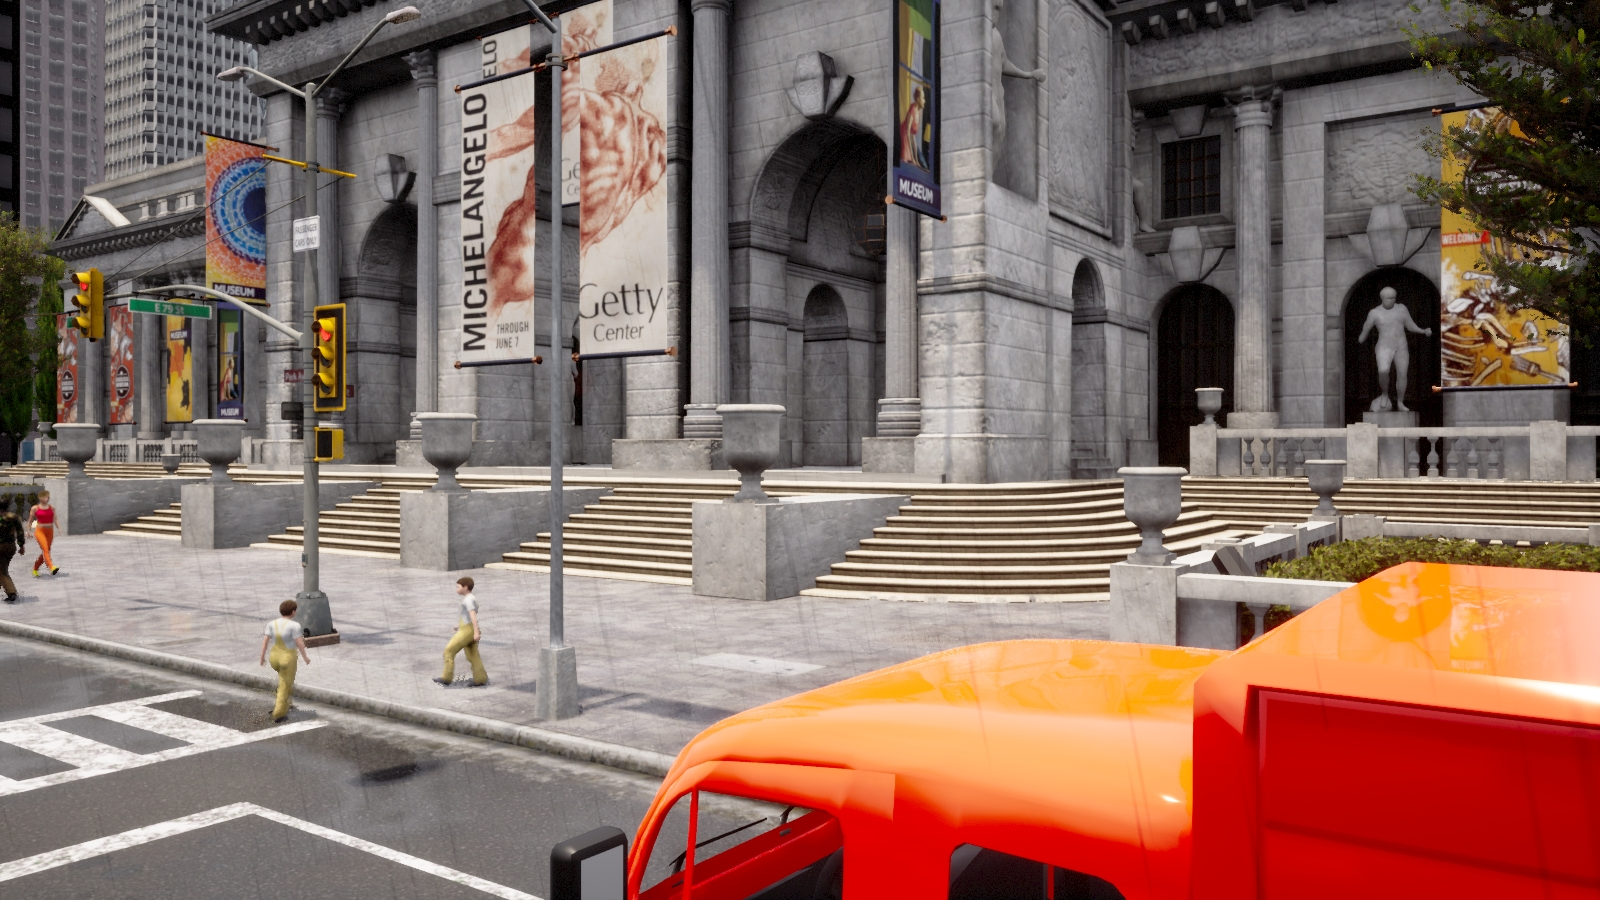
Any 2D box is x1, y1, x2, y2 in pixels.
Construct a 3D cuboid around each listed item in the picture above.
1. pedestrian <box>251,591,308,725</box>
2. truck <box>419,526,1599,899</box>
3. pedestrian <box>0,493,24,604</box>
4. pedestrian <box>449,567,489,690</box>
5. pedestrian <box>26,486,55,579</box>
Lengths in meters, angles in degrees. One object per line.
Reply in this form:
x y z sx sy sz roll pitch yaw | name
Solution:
-5.350 2.124 11.745 0.375 1.300 0.375 0 0 15 | pedestrian
1.935 1.568 2.414 5.204 2.467 2.627 0 0 35 | truck
-13.638 1.687 19.654 0.375 1.860 0.375 0 0 34 | pedestrian
-3.674 1.972 12.703 0.375 1.300 0.375 0 0 -8 | pedestrian
-15.584 1.686 23.458 0.375 1.860 0.375 0 0 32 | pedestrian
